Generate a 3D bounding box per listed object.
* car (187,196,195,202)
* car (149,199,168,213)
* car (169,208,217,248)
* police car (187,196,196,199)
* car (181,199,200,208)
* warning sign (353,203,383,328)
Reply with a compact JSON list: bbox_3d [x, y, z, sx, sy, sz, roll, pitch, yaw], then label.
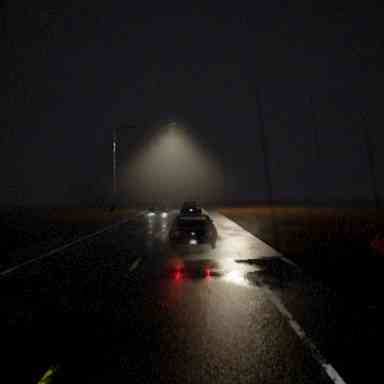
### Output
[{"bbox_3d":[-0.275,1.742,85.482,1.837,1.490,4.892,0,0,-2],"label":"car"},{"bbox_3d":[-3.888,1.592,39.109,1.837,1.490,4.892,0,-1,-1],"label":"car"},{"bbox_3d":[0.041,1.630,14.956,1.895,1.301,4.718,0,0,0],"label":"car"},{"bbox_3d":[0.011,1.625,75.587,1.930,1.638,5.238,0,0,-2],"label":"police car"},{"bbox_3d":[-0.110,1.631,32.189,1.994,1.385,4.181,0,0,-1],"label":"car"},{"bbox_3d":[3.539,1.125,5.427,1.300,1.860,1.060,0,0,0],"label":"warning sign"}]
